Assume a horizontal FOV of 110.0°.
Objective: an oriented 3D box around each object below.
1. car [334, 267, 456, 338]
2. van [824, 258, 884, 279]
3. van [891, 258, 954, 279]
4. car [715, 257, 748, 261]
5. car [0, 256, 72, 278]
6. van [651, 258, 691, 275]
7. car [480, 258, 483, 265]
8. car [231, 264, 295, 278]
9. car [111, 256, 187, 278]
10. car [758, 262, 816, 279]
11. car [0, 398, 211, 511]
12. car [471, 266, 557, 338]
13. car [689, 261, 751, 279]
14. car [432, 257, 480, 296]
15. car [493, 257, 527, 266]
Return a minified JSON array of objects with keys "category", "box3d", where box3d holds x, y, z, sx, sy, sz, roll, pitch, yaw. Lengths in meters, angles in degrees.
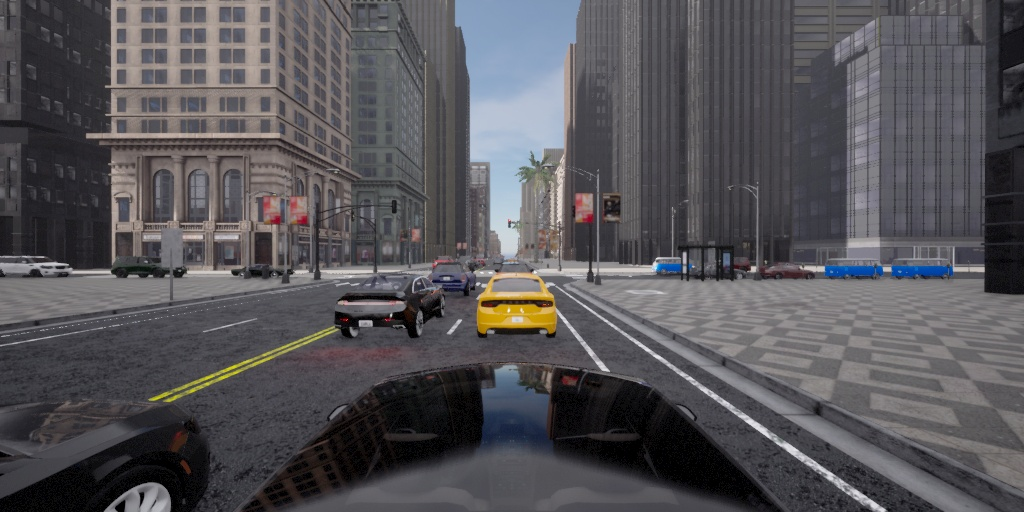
[{"category":"car","box3d":[-3.140,1.241,10.151,2.128,1.511,4.902,0,0,0]},{"category":"van","box3d":[28.463,1.081,29.850,3.998,1.789,1.690,0,0,0]},{"category":"van","box3d":[34.139,1.079,29.845,3.998,1.789,1.690,0,0,0]},{"category":"car","box3d":[22.791,1.034,38.381,5.009,1.841,2.192,0,0,0]},{"category":"car","box3d":[-43.880,1.018,32.750,5.566,2.045,2.150,0,0,0]},{"category":"van","box3d":[17.114,1.064,38.386,3.998,1.789,1.690,0,0,0]},{"category":"car","box3d":[-6.505,1.353,60.315,1.895,1.301,4.718,0,0,0]},{"category":"car","box3d":[-22.548,1.375,32.610,4.718,1.301,1.895,0,0,0]},{"category":"car","box3d":[-33.021,1.007,32.678,5.566,2.045,2.150,0,0,0]},{"category":"car","box3d":[22.785,1.326,29.856,4.207,1.307,1.802,0,0,0]},{"category":"car","box3d":[-3.151,1.255,0.635,1.837,1.490,4.892,0,0,0]},{"category":"car","box3d":[0.109,1.227,10.241,1.882,1.535,5.008,0,0,0]},{"category":"car","box3d":[17.107,1.298,29.861,4.403,1.370,2.007,0,0,0]},{"category":"car","box3d":[-3.127,1.102,19.290,2.097,1.767,4.553,0,0,0]},{"category":"car","box3d":[0.123,1.102,19.315,2.097,1.767,4.553,0,0,0]}]
